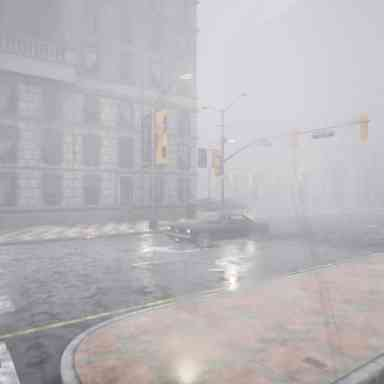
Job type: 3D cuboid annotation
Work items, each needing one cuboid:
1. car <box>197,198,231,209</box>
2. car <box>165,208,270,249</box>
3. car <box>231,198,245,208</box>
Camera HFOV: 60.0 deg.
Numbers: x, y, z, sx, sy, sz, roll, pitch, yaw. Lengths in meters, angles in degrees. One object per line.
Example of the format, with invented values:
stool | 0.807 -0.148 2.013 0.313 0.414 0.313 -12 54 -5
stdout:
car | 2.205 1.491 42.583 2.128 1.511 4.902 0 0 -36
car | 1.193 1.601 14.663 4.718 1.301 1.895 0 0 -35
car | 5.068 1.526 44.597 1.812 1.442 4.674 0 0 -36
